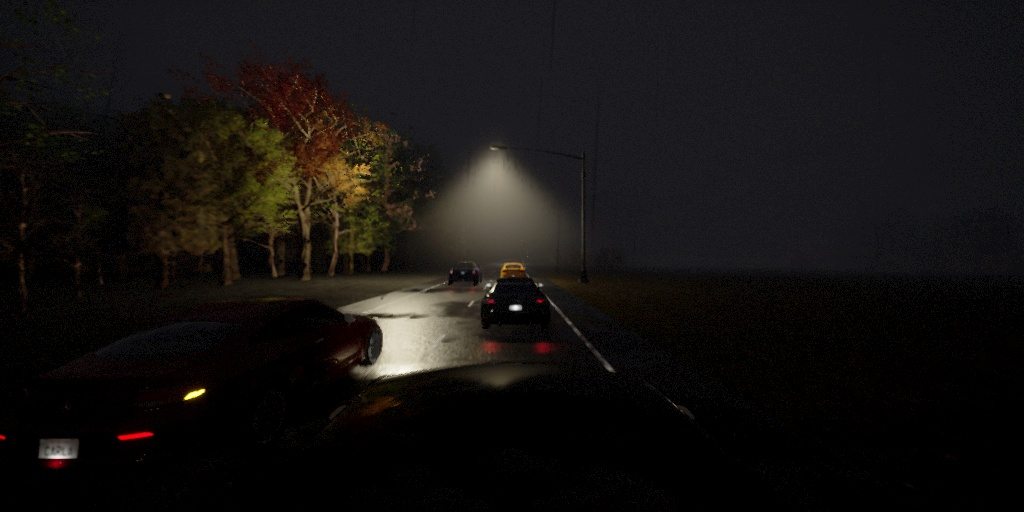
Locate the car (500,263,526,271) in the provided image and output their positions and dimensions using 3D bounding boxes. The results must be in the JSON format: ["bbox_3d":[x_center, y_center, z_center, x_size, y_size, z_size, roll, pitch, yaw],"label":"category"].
[{"bbox_3d":[0.091,1.323,28.799,1.882,1.535,5.008,0,0,0],"label":"car"}]

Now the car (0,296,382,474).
[{"bbox_3d":[-3.401,1.288,4.995,1.812,1.442,4.674,0,0,0],"label":"car"}]

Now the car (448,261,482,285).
[{"bbox_3d":[-3.408,1.191,26.888,2.097,1.767,4.553,0,0,0],"label":"car"}]

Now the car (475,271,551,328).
[{"bbox_3d":[0.095,1.350,11.504,1.994,1.385,4.181,0,0,0],"label":"car"}]
